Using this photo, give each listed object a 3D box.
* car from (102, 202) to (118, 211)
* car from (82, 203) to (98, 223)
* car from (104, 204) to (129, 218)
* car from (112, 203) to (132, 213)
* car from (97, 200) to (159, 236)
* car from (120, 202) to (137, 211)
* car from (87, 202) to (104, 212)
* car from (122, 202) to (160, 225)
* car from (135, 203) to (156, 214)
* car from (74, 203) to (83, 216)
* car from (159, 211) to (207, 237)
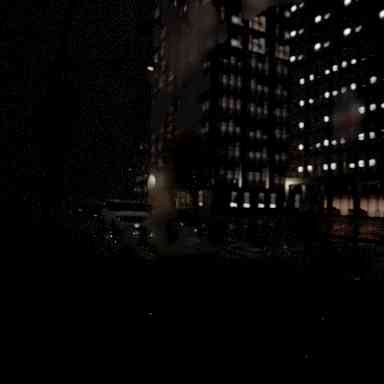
[{"bbox_3d":[-14.459,2.496,58.549,1.994,1.385,4.181,2,-2,-25],"label":"car"},{"bbox_3d":[-8.229,1.896,29.445,1.837,1.490,4.892,2,-2,-25],"label":"car"},{"bbox_3d":[-8.742,2.160,38.278,1.994,1.385,4.181,2,-2,-25],"label":"car"},{"bbox_3d":[-10.714,2.444,50.488,1.895,1.301,4.718,2,-2,-25],"label":"car"},{"bbox_3d":[-4.151,1.513,20.674,2.150,2.045,5.566,2,-2,-25],"label":"car"},{"bbox_3d":[-11.511,2.580,59.915,1.812,1.442,4.674,2,-2,-25],"label":"car"},{"bbox_3d":[-15.290,2.364,52.619,1.895,1.301,4.718,2,-2,-25],"label":"car"},{"bbox_3d":[-4.557,1.847,29.264,2.097,1.767,4.553,2,-2,-25],"label":"car"},{"bbox_3d":[-7.127,2.454,50.464,1.837,1.490,4.892,2,-2,-25],"label":"car"},{"bbox_3d":[-12.681,2.025,39.068,1.812,1.442,4.674,2,-2,-25],"label":"car"},{"bbox_3d":[-0.763,1.928,21.062,1.812,1.442,4.674,2,-2,-25],"label":"car"}]
